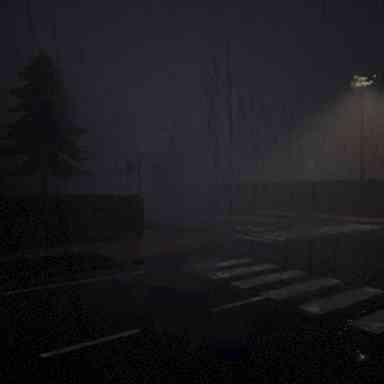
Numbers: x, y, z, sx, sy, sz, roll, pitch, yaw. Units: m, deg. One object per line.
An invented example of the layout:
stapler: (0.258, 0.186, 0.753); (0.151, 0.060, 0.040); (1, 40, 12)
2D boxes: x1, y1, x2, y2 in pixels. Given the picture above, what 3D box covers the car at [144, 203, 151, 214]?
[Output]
car: (-6.009, 1.466, 34.389); (2.128, 1.511, 4.902); (0, 0, -35)
